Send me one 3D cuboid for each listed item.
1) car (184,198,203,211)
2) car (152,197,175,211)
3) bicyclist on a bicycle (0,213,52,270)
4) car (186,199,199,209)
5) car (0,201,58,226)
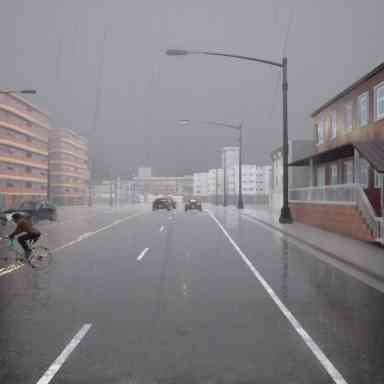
[{"bbox_3d":[0.132,1.440,37.900,1.812,1.442,4.674,0,-1,0],"label":"car"},{"bbox_3d":[-3.428,1.404,38.635,1.882,1.535,5.008,0,-1,1],"label":"car"},{"bbox_3d":[-4.822,1.432,9.471,1.656,1.620,0.582,-1,0,0],"label":"bicyclist on a bicycle"},{"bbox_3d":[0.070,1.690,48.068,1.812,1.442,4.674,0,-2,1],"label":"car"},{"bbox_3d":[-10.537,1.338,21.832,2.128,1.511,4.902,0,0,1],"label":"car"}]
